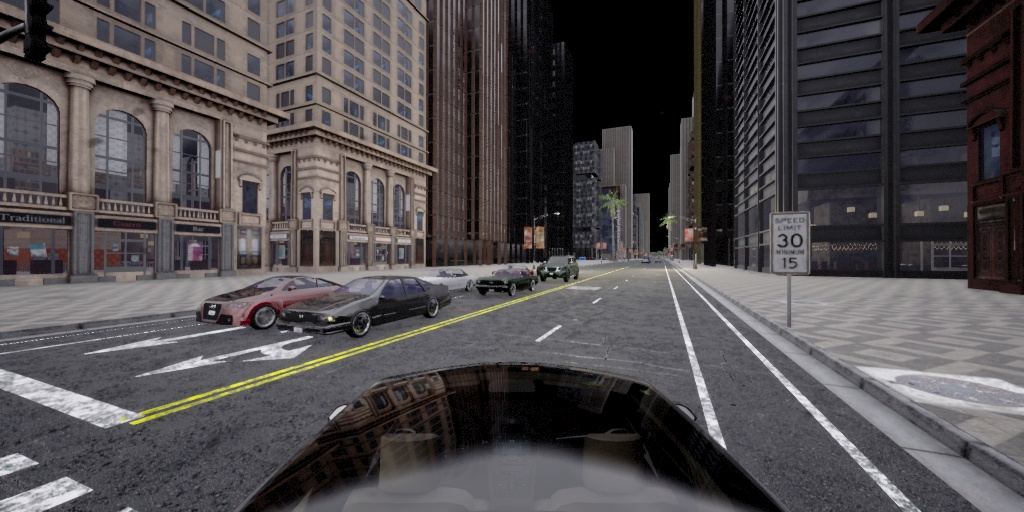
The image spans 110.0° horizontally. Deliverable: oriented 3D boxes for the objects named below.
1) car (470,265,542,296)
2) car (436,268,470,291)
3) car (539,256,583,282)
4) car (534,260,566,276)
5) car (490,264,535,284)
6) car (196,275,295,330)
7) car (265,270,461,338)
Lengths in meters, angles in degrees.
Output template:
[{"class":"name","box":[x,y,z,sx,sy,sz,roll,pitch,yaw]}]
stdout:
[{"class":"car","box":[-0.151,1.358,19.486,1.895,1.301,4.718,0,0,23]},{"class":"car","box":[-3.736,1.357,19.345,1.895,1.301,4.718,0,0,23]},{"class":"car","box":[3.990,0.987,29.349,2.150,2.045,5.566,0,0,23]},{"class":"car","box":[4.101,1.251,37.927,1.882,1.535,5.008,0,0,23]},{"class":"car","box":[0.118,1.364,28.530,1.895,1.301,4.718,0,0,23]},{"class":"car","box":[-7.121,1.316,11.264,1.994,1.385,4.181,0,0,23]},{"class":"car","box":[-3.861,1.299,10.644,2.033,1.411,5.357,0,0,23]}]
